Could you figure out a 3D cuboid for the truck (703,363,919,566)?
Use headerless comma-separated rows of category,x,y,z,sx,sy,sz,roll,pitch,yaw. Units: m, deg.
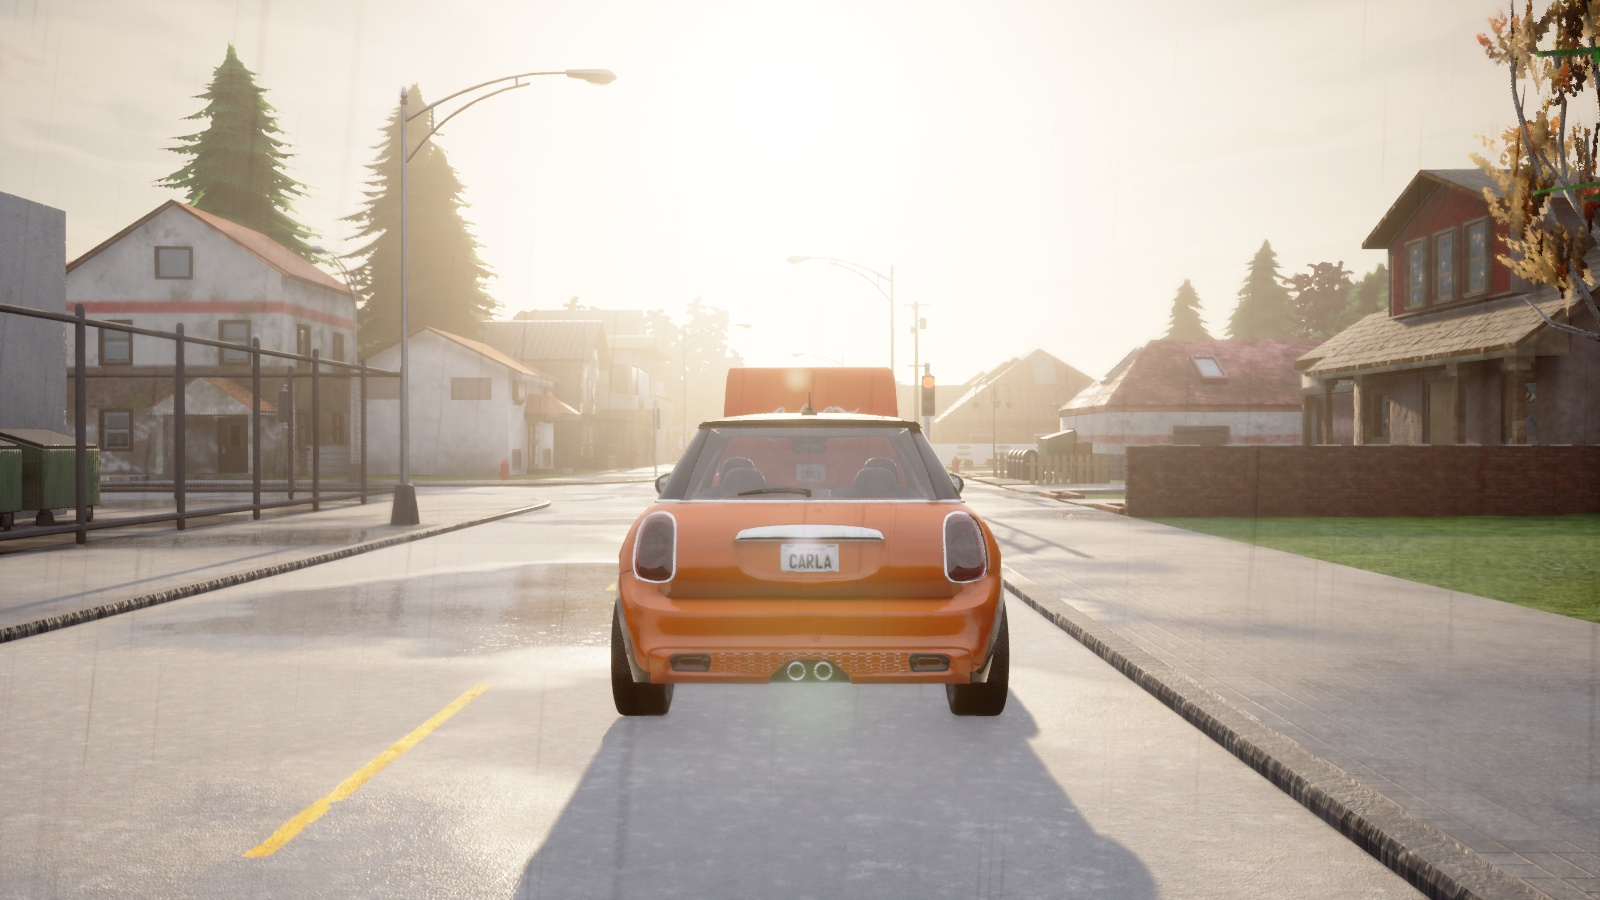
truck,0.125,0.159,17.875,2.627,2.467,5.204,0,0,0

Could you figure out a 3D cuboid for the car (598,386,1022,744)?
car,0.062,0.557,8.482,2.097,1.767,4.553,0,0,0

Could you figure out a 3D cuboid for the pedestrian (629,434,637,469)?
pedestrian,-8.830,0.075,66.301,0.331,1.846,0.634,0,0,0
